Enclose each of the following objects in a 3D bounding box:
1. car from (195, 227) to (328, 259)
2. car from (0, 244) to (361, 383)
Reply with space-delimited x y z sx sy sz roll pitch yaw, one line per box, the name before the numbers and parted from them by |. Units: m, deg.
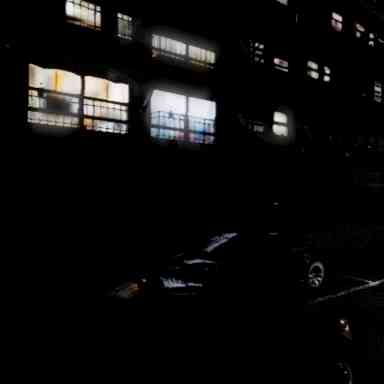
car | 1.286 1.523 7.503 4.313 1.339 1.947 0 1 -34
car | -0.303 1.542 3.162 4.181 1.385 1.994 0 0 -34
